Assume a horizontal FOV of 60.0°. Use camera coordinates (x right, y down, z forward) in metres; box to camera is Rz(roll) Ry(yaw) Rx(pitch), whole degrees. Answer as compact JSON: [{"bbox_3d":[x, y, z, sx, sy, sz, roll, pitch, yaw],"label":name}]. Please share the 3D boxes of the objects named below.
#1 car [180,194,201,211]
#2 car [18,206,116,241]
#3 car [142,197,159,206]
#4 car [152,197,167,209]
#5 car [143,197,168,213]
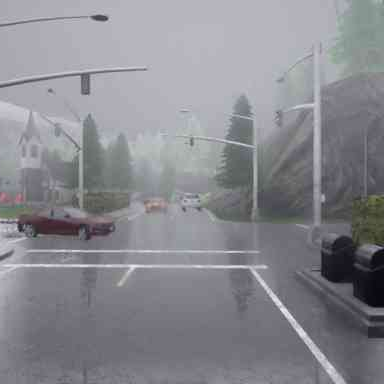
[{"bbox_3d":[-0.194,1.221,41.381,2.150,2.045,5.566,0,0,-5],"label":"car"},{"bbox_3d":[-6.186,1.477,16.532,5.008,1.535,1.882,0,-1,18],"label":"car"},{"bbox_3d":[-6.969,1.564,55.778,1.994,1.385,4.181,0,0,-19],"label":"car"},{"bbox_3d":[-4.592,1.505,46.148,1.837,1.490,4.892,0,0,-9],"label":"car"},{"bbox_3d":[-3.781,1.352,36.339,2.097,1.767,4.553,0,0,-2],"label":"car"}]
